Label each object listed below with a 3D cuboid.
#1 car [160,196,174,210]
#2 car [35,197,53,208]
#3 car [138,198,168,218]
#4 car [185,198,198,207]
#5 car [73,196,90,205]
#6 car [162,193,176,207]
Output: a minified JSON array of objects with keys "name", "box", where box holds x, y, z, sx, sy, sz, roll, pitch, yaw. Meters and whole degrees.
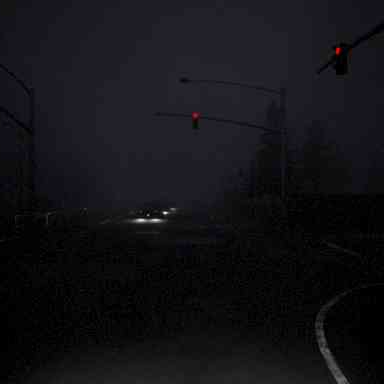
[{"name":"car","box":[-3.688,1.547,40.626,2.033,1.411,5.357,0,0,0]},{"name":"car","box":[-20.614,1.384,45.557,1.970,1.475,3.806,0,0,0]},{"name":"car","box":[-3.671,1.547,30.521,2.033,1.411,5.357,0,0,0]},{"name":"car","box":[-0.118,1.601,51.173,1.895,1.301,4.718,0,0,0]},{"name":"car","box":[-17.578,1.374,52.955,1.845,1.501,3.633,0,0,0]},{"name":"car","box":[-3.659,1.221,50.979,2.150,2.045,5.566,0,0,-2]}]
